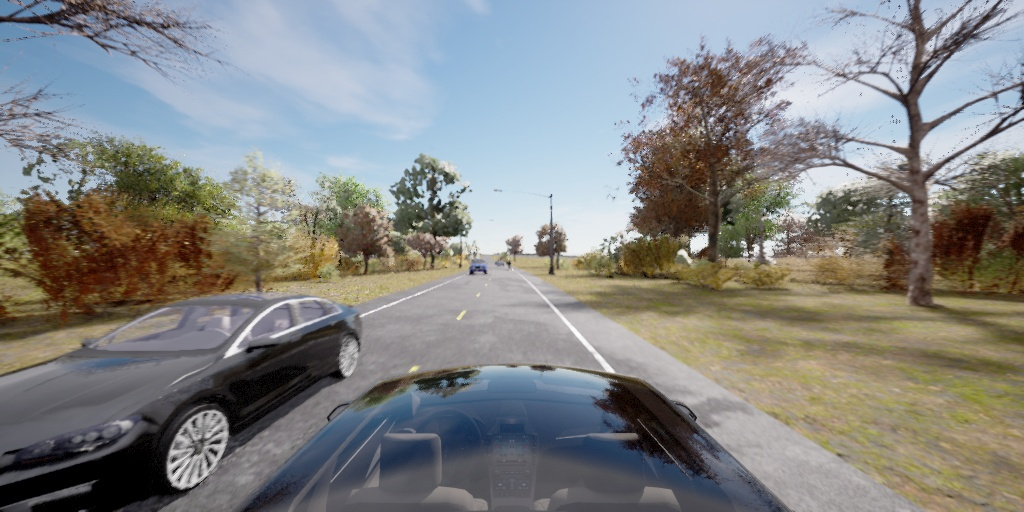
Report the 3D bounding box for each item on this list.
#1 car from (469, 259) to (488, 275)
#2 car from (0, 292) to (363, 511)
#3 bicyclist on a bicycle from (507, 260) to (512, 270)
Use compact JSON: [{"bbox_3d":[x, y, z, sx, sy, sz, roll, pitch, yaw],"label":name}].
[{"bbox_3d":[-4.314,1.371,46.611,2.150,2.045,5.566,0,-1,-2],"label":"car"},{"bbox_3d":[-3.611,1.270,4.586,2.128,1.511,4.902,0,-1,0],"label":"car"},{"bbox_3d":[-0.365,1.655,62.489,0.659,1.776,1.843,0,0,-3],"label":"bicyclist on a bicycle"}]
